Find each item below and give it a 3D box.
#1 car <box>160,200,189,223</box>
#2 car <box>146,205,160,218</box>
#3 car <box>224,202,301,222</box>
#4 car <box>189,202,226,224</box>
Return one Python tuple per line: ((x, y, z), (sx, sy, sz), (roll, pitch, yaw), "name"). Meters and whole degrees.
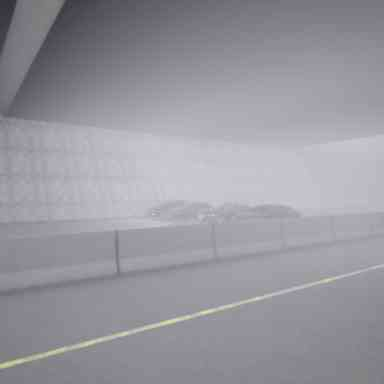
((0.198, 1.497, 25.547), (4.674, 1.442, 1.812), (0, 0, -35), "car")
((-1.624, 1.473, 28.559), (4.892, 1.490, 1.837), (0, 0, -35), "car")
((4.510, 1.484, 20.037), (4.892, 1.490, 1.837), (0, 0, -35), "car")
((2.563, 1.467, 22.946), (4.902, 1.511, 2.128), (0, 0, -35), "car")
